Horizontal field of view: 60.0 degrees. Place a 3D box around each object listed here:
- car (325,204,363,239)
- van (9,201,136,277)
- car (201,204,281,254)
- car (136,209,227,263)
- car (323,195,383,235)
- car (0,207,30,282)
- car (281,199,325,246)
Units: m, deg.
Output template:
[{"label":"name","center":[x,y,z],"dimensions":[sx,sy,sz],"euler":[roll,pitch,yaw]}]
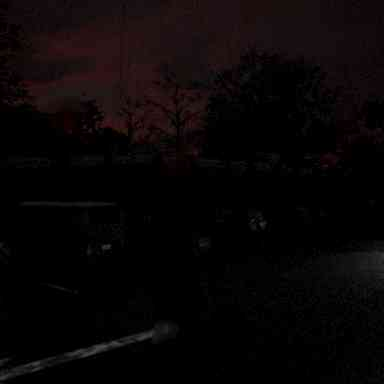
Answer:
[{"label":"car","center":[5.865,1.502,17.169],"dimensions":[4.792,1.488,2.163],"euler":[-1,-1,35]},{"label":"van","center":[-4.099,1.260,10.229],"dimensions":[4.442,1.987,1.878],"euler":[-1,0,34]},{"label":"car","center":[0.942,1.353,13.647],"dimensions":[4.553,1.767,2.185],"euler":[-1,0,35]},{"label":"car","center":[-1.542,1.483,11.928],"dimensions":[4.892,1.521,2.231],"euler":[-1,-1,34]},{"label":"car","center":[8.272,1.219,18.962],"dimensions":[5.566,2.045,2.435],"euler":[-1,0,34]},{"label":"car","center":[-6.483,1.362,8.434],"dimensions":[4.553,1.767,2.185],"euler":[-1,-1,34]},{"label":"car","center":[3.402,1.350,15.414],"dimensions":[4.553,1.767,2.185],"euler":[-1,0,34]}]
